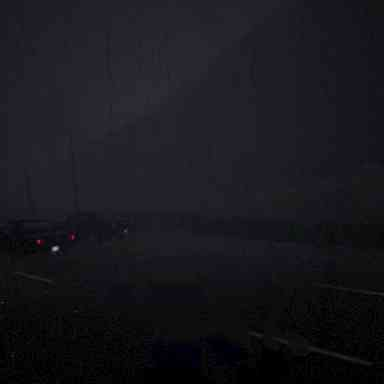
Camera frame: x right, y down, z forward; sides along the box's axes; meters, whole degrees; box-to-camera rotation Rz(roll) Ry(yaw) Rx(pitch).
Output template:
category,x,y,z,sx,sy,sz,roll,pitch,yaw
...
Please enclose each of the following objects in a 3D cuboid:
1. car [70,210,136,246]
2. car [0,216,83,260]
category,x,y,z,sx,sy,sz,roll,pitch,yaw
car,-4.916,1.602,16.086,5.008,1.535,1.882,-1,0,35
car,-6.619,1.722,13.003,4.718,1.301,1.895,-1,0,35
